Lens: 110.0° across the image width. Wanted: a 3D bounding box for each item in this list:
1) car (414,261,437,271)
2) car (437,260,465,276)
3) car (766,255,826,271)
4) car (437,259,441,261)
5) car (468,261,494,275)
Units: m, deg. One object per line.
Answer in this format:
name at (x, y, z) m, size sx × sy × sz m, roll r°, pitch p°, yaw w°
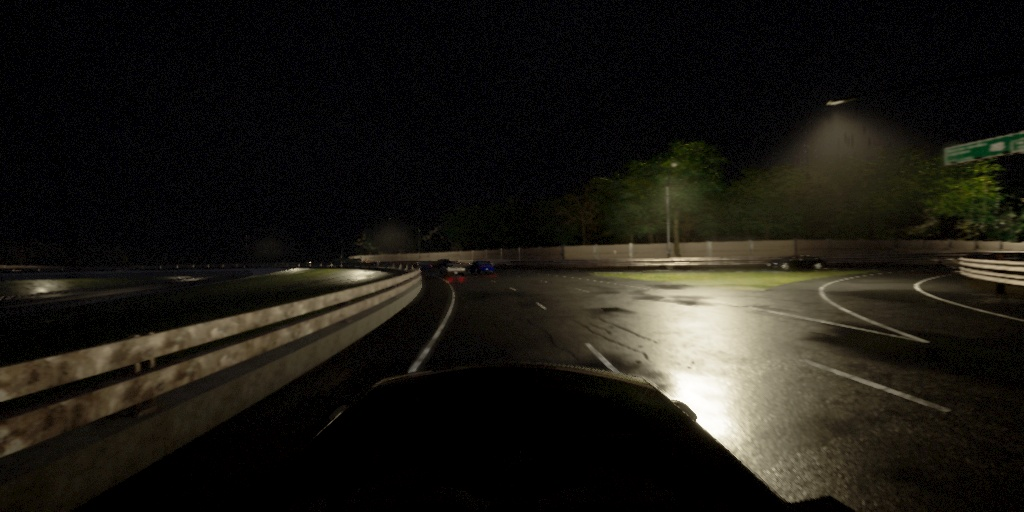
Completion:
car at (-13.133, 1.507, 52.545) m, size 2.033 × 1.411 × 5.357 m, roll -1°, pitch 0°, yaw -29°
car at (-6.385, 1.439, 38.076) m, size 1.895 × 1.301 × 4.718 m, roll -1°, pitch 0°, yaw -20°
car at (27.831, 0.650, 35.203) m, size 4.892 × 1.490 × 1.837 m, roll -1°, pitch 0°, yaw 7°
car at (-14.706, 1.528, 62.053) m, size 2.033 × 1.411 × 5.357 m, roll -1°, pitch 0°, yaw -35°
car at (-3.517, 1.255, 40.308) m, size 1.882 × 1.535 × 5.008 m, roll -1°, pitch 0°, yaw -21°
